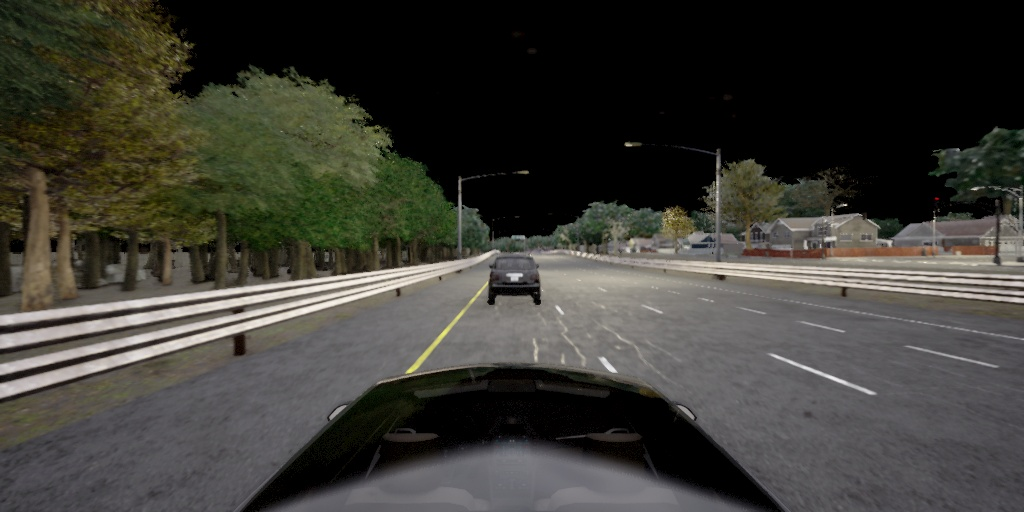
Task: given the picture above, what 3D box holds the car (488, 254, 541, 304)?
[{"bbox_3d":[0.101,0.953,16.440,2.150,2.045,5.566,0,1,0],"label":"car"}]
